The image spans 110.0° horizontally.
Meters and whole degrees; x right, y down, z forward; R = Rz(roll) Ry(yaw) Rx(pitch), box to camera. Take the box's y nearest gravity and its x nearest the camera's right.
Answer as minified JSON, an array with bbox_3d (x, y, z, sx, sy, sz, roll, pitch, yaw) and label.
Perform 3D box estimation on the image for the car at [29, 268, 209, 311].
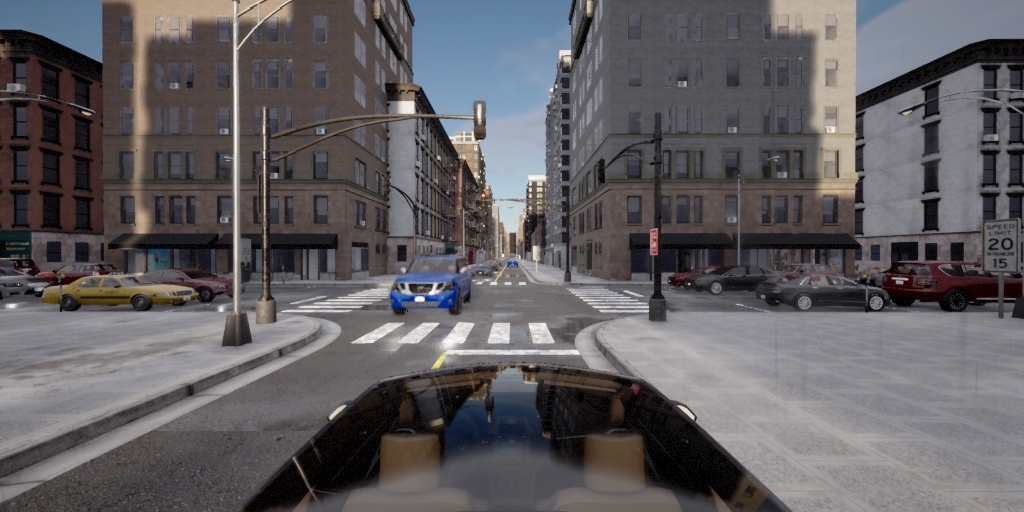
[{"bbox_3d":[-14.891,1.294,13.780,4.829,1.417,1.751,0,0,0],"label":"car"}]

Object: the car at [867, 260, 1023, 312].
[{"bbox_3d":[17.194,1.091,13.695,5.009,1.841,2.192,0,0,0],"label":"car"}]

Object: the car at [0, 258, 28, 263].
[{"bbox_3d":[-32.025,1.041,21.850,5.009,1.841,2.192,0,0,0],"label":"car"}]

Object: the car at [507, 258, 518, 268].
[{"bbox_3d":[0.111,1.247,63.210,1.882,1.535,5.008,0,0,0],"label":"car"}]

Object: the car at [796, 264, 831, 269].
[{"bbox_3d":[17.215,1.177,21.720,4.097,1.591,1.967,0,0,0],"label":"car"}]

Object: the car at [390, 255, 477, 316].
[{"bbox_3d":[-2.828,0.976,13.773,2.150,2.045,5.566,0,0,0],"label":"car"}]

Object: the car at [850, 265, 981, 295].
[{"bbox_3d":[21.391,1.255,19.169,4.892,1.490,1.837,0,0,0],"label":"car"}]

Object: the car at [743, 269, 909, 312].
[{"bbox_3d":[11.785,1.325,13.709,4.403,1.370,2.007,0,0,0],"label":"car"}]

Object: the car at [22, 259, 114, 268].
[{"bbox_3d":[-26.363,1.167,21.835,4.097,1.591,1.967,0,0,0],"label":"car"}]

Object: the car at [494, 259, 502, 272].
[{"bbox_3d":[-2.746,1.266,47.592,1.837,1.490,4.892,0,0,3],"label":"car"}]

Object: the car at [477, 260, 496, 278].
[{"bbox_3d":[-2.792,1.319,33.585,1.994,1.385,4.181,0,0,0],"label":"car"}]

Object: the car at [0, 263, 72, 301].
[{"bbox_3d":[-23.940,1.245,16.335,4.902,1.511,2.128,0,0,0],"label":"car"}]

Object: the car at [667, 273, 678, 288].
[{"bbox_3d":[11.806,1.281,21.734,4.507,1.381,1.888,0,0,0],"label":"car"}]

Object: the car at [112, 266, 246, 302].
[{"bbox_3d":[-14.784,1.282,16.294,4.674,1.442,1.812,0,0,0],"label":"car"}]

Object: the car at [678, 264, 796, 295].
[{"bbox_3d":[11.909,1.253,19.190,4.892,1.490,1.837,0,0,0],"label":"car"}]
